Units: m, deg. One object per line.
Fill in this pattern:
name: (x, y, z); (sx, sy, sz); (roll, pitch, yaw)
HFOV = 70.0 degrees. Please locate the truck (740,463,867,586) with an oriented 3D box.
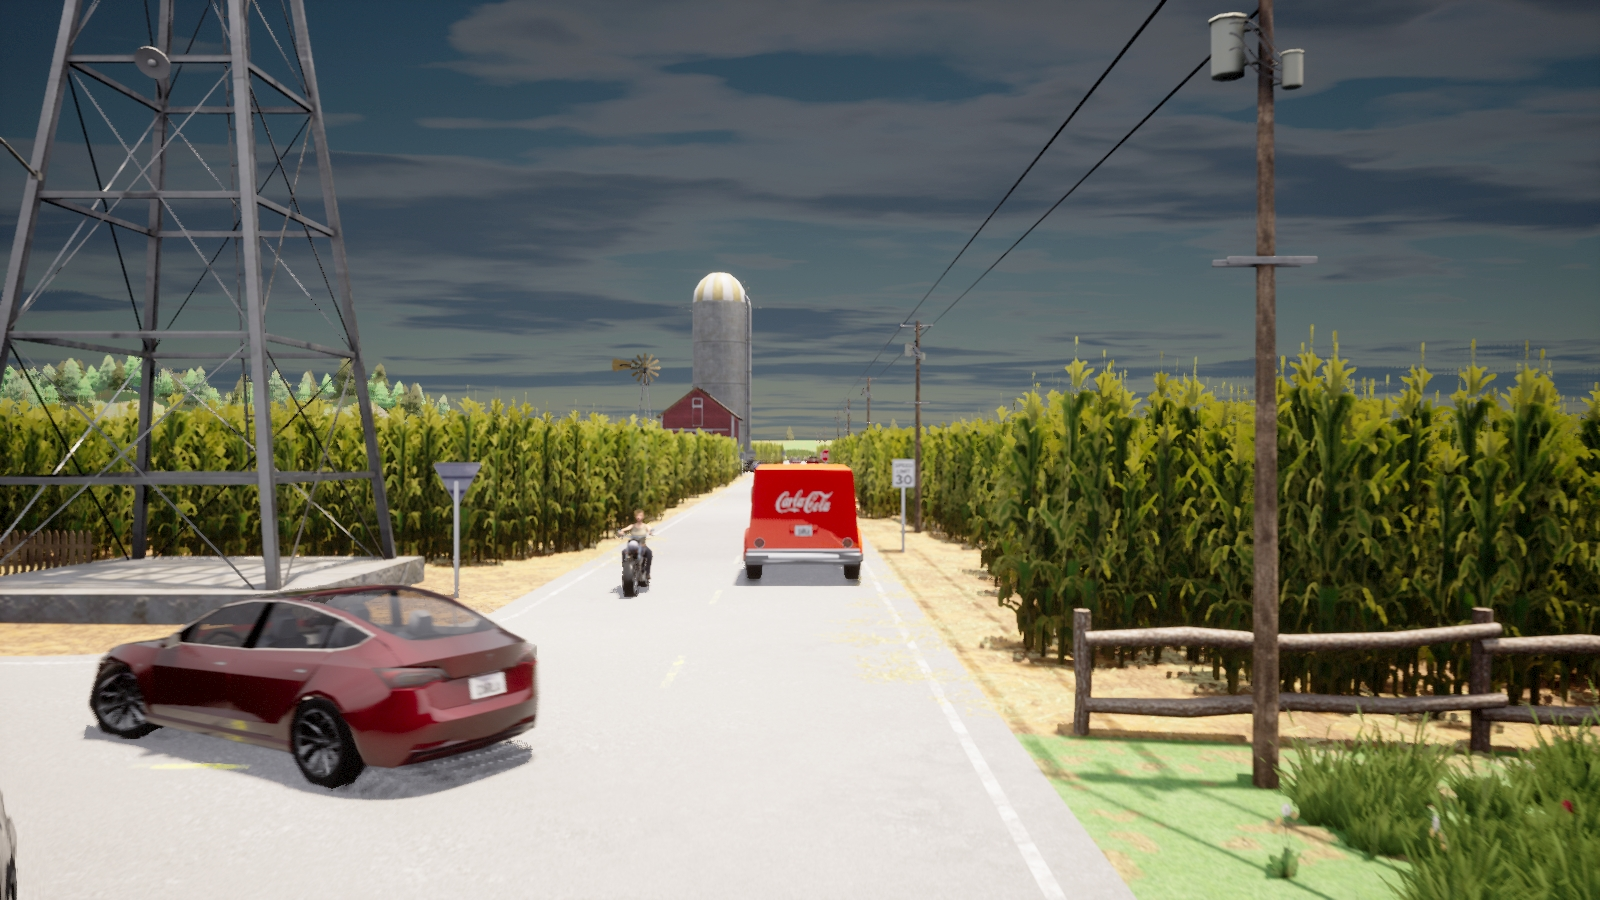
truck: (0.057, 1.563, 26.192); (2.627, 2.467, 5.204); (0, 0, 0)

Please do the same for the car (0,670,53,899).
car: (-4.121, 2.091, 4.274); (2.033, 1.411, 5.357); (0, 0, -31)

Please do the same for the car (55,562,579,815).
car: (-4.652, 2.023, 10.835); (4.792, 1.488, 2.163); (0, 0, 31)
